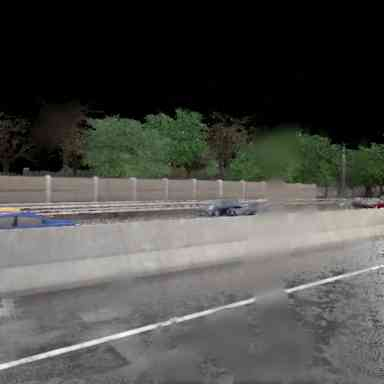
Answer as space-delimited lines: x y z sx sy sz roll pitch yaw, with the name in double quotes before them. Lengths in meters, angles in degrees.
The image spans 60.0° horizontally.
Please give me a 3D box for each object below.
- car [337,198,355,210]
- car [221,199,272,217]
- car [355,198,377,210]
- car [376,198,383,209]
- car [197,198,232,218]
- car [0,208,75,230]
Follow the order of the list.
"car" 21.546 1.569 44.865 4.902 1.511 2.128 0 0 -35
"car" 4.979 1.584 28.859 4.181 1.385 1.994 0 0 -35
"car" 23.020 1.552 41.640 5.008 1.535 1.882 0 0 -35
"car" 7.637 1.230 9.173 5.566 2.045 2.150 0 0 -35
"car" 2.678 1.371 30.724 4.553 1.767 2.097 0 0 -38
"car" -6.802 1.478 12.035 5.008 1.535 1.882 0 0 -35
